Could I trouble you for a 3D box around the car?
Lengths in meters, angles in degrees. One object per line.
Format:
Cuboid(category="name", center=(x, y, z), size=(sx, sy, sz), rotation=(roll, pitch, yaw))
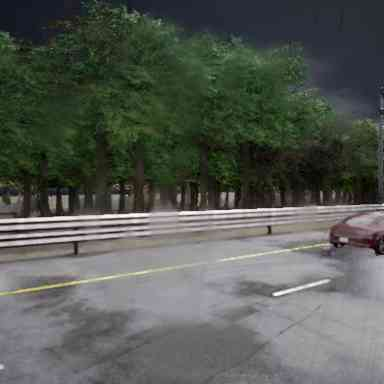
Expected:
Cuboid(category="car", center=(7.365, 1.559, 13.337), size=(4.674, 1.442, 1.812), rotation=(0, 0, -35))
